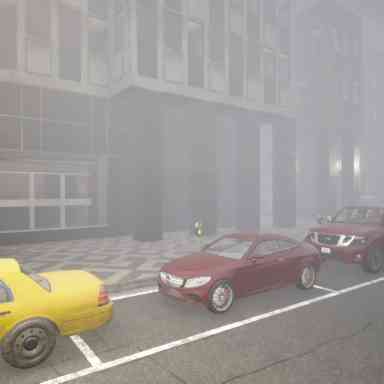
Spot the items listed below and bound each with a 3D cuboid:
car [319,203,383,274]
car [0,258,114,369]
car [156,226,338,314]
[{"bbox_3d":[5.790,1.314,10.772,5.009,1.841,2.192,0,0,-35],"label":"car"},{"bbox_3d":[-3.475,1.525,4.174,4.829,1.417,1.752,0,0,-35],"label":"car"},{"bbox_3d":[1.227,1.581,7.521,4.206,1.307,1.802,0,0,-35],"label":"car"}]
